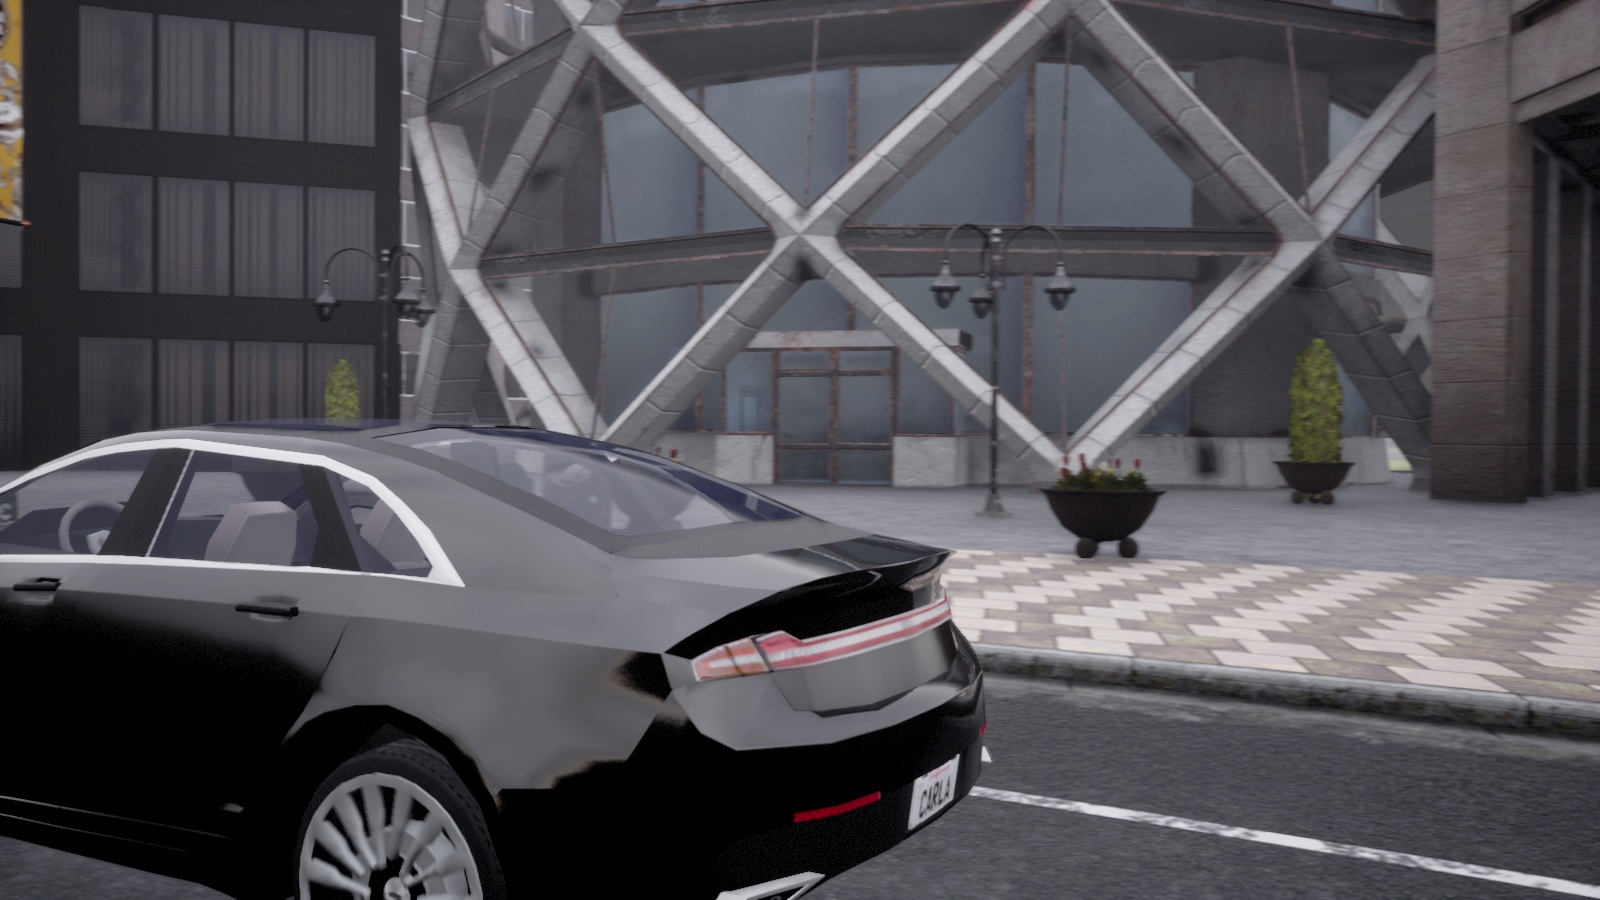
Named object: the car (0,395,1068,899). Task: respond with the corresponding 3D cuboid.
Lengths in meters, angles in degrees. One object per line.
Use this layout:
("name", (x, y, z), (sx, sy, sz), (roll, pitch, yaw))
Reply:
("car", (-1.768, 0.640, 4.423), (4.902, 1.511, 2.128), (0, 1, 28))
